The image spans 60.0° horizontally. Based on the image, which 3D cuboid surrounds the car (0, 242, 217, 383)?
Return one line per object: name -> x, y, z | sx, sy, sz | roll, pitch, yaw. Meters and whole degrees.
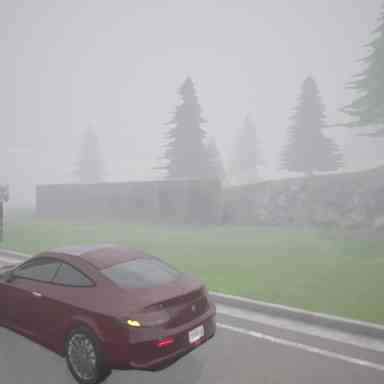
car -> -1.809, 1.570, 5.384 | 4.674, 1.442, 1.812 | -1, 0, 36
